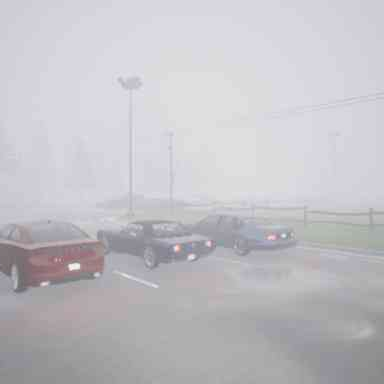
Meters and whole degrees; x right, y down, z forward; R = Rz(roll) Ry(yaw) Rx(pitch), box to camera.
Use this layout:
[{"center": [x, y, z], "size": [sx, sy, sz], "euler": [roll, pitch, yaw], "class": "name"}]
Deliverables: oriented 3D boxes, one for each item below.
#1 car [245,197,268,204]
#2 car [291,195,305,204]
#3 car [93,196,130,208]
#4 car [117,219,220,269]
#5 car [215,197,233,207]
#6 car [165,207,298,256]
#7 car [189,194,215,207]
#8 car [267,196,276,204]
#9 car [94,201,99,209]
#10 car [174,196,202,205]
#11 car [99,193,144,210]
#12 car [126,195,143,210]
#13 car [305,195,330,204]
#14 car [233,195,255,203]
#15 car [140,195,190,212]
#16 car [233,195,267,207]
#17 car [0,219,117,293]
[{"center": [12.826, 1.585, 66.004], "size": [4.718, 1.301, 1.895], "euler": [0, 0, -41], "class": "car"}, {"center": [20.909, 1.336, 63.791], "size": [4.553, 1.767, 2.097], "euler": [0, 0, -41], "class": "car"}, {"center": [-11.806, 1.465, 49.055], "size": [5.008, 1.535, 1.882], "euler": [0, 0, -42], "class": "car"}, {"center": [-1.478, 1.598, 11.310], "size": [1.895, 1.301, 4.718], "euler": [0, 0, -41], "class": "car"}, {"center": [6.235, 1.513, 51.010], "size": [4.674, 1.442, 1.812], "euler": [0, 0, -41], "class": "car"}, {"center": [1.464, 1.544, 13.267], "size": [2.033, 1.411, 5.357], "euler": [0, 0, -42], "class": "car"}, {"center": [2.210, 1.464, 52.137], "size": [5.008, 1.535, 1.882], "euler": [0, 0, -41], "class": "car"}, {"center": [13.640, 1.532, 62.112], "size": [5.357, 1.411, 2.033], "euler": [0, 0, -41], "class": "car"}, {"center": [-10.772, 1.466, 45.255], "size": [5.008, 1.535, 1.882], "euler": [0, 0, -43], "class": "car"}, {"center": [-0.608, 1.490, 58.965], "size": [4.892, 1.490, 1.837], "euler": [0, 0, -41], "class": "car"}, {"center": [-8.503, 1.211, 42.590], "size": [5.566, 2.045, 2.150], "euler": [0, 0, -43], "class": "car"}, {"center": [-5.234, 1.494, 40.847], "size": [4.892, 1.490, 1.837], "euler": [0, 0, -42], "class": "car"}, {"center": [23.636, 1.477, 61.542], "size": [4.902, 1.511, 2.128], "euler": [0, 0, -41], "class": "car"}, {"center": [10.790, 1.461, 68.845], "size": [5.008, 1.535, 1.882], "euler": [0, 0, -41], "class": "car"}, {"center": [-3.031, 1.468, 38.118], "size": [5.008, 1.535, 1.882], "euler": [0, 0, -42], "class": "car"}, {"center": [8.466, 1.552, 48.315], "size": [4.181, 1.385, 1.994], "euler": [0, 0, -41], "class": "car"}, {"center": [-4.203, 1.475, 9.104], "size": [1.882, 1.535, 5.008], "euler": [0, 0, -41], "class": "car"}]
